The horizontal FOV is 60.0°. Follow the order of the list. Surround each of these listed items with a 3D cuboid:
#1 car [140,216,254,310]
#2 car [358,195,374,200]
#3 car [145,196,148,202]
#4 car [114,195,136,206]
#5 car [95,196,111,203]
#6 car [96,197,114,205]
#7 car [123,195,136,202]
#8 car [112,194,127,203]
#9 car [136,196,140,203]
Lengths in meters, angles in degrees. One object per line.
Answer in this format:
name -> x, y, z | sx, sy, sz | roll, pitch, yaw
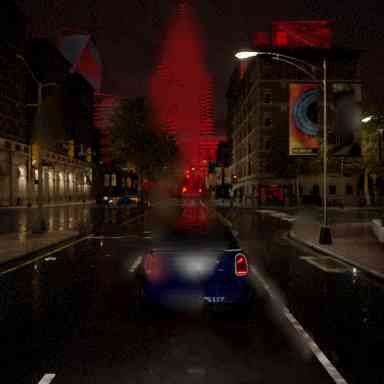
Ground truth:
car -> 0.101, 1.352, 7.960 | 2.097, 1.767, 4.553 | 0, 0, 0
car -> 34.684, 1.481, 68.681 | 2.231, 1.521, 4.892 | 0, 0, 0
car -> -11.236, 1.552, 75.816 | 1.994, 1.385, 4.181 | 0, 0, 0
car -> -11.386, 1.526, 56.795 | 1.812, 1.442, 4.674 | 0, 0, 0
car -> -18.015, 1.595, 67.472 | 1.895, 1.301, 4.718 | 0, 0, 0
car -> -14.876, 1.547, 57.969 | 2.033, 1.411, 5.357 | 0, 0, 0
car -> -14.727, 1.525, 78.480 | 2.128, 1.511, 4.902 | 0, 0, 0
car -> -14.764, 1.352, 68.079 | 2.097, 1.767, 4.553 | 0, 0, 0
car -> -11.300, 1.478, 65.943 | 1.882, 1.535, 5.008 | 0, 0, 1
